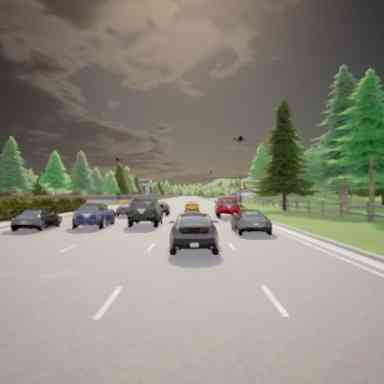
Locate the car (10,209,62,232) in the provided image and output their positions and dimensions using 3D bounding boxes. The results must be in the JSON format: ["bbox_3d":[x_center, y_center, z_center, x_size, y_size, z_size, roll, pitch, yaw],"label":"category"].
[{"bbox_3d":[-10.440,1.845,22.616,1.994,1.385,4.181,0,0,0],"label":"car"}]

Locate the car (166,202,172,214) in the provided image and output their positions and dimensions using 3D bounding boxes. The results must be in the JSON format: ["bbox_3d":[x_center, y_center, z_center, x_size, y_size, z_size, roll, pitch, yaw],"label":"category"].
[{"bbox_3d":[-3.476,1.884,38.455,1.837,1.490,4.892,0,0,0],"label":"car"}]

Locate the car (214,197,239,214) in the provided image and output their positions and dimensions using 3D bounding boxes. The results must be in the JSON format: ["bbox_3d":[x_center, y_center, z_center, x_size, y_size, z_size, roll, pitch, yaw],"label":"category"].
[{"bbox_3d":[3.487,1.512,33.809,2.150,2.045,5.566,0,0,0],"label":"car"}]

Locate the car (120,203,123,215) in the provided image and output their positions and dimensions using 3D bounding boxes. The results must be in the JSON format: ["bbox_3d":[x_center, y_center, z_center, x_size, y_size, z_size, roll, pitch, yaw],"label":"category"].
[{"bbox_3d":[-7.007,1.909,36.465,1.812,1.442,4.674,0,0,0],"label":"car"}]

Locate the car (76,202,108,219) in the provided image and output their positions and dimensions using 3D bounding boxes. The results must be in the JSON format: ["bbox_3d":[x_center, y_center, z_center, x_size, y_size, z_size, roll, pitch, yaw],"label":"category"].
[{"bbox_3d":[-10.510,1.905,35.384,1.837,1.490,4.892,0,0,0],"label":"car"}]

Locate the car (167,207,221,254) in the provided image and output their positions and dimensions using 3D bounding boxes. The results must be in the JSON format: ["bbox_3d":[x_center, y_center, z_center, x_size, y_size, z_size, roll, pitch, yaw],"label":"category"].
[{"bbox_3d":[0.077,1.637,14.173,1.837,1.490,4.892,0,0,0],"label":"car"}]

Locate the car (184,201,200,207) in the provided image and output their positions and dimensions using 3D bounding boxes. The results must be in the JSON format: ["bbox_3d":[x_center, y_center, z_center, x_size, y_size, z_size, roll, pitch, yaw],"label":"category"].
[{"bbox_3d":[0.010,1.889,44.696,1.882,1.535,5.008,0,-1,0],"label":"car"}]

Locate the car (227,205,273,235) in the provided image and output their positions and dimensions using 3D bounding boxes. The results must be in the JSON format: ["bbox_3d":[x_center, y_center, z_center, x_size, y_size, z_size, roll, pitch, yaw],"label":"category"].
[{"bbox_3d":[3.476,1.726,19.985,1.994,1.385,4.181,0,0,0],"label":"car"}]

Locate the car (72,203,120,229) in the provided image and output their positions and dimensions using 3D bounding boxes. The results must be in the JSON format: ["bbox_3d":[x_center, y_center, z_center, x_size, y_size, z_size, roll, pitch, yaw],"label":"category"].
[{"bbox_3d":[-6.948,1.622,24.075,2.097,1.767,4.553,0,-1,0],"label":"car"}]

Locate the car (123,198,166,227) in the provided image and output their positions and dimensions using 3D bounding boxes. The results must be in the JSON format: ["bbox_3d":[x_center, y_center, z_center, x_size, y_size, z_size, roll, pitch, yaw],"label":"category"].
[{"bbox_3d":[-3.449,1.479,25.268,2.150,2.045,5.566,0,0,0],"label":"car"}]
